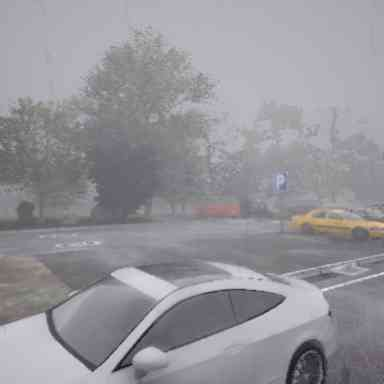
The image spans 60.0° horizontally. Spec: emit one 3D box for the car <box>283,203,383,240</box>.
[{"bbox_3d":[7.738,1.599,17.564,1.946,1.575,5.366,1,-1,-35],"label":"car"}]

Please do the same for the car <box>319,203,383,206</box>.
[{"bbox_3d":[9.882,1.652,19.326,2.231,1.521,4.892,1,-1,-35],"label":"car"}]

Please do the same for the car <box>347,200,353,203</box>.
[{"bbox_3d":[15.902,2.062,39.669,2.097,1.535,5.008,2,-1,-35],"label":"car"}]

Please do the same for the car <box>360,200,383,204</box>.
[{"bbox_3d":[14.386,1.647,22.569,2.185,1.767,4.553,2,-1,-35],"label":"car"}]

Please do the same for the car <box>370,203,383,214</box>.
[{"bbox_3d":[29.527,2.499,49.395,2.097,1.535,5.008,2,-1,-35],"label":"car"}]

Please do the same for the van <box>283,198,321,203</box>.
[{"bbox_3d":[11.428,1.695,36.629,1.878,1.987,4.442,2,-1,-35],"label":"van"}]

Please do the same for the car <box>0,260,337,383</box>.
[{"bbox_3d":[-0.364,1.532,3.426,4.674,1.442,1.812,0,0,-35],"label":"car"}]

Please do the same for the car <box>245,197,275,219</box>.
[{"bbox_3d":[4.718,1.461,31.736,2.435,2.045,5.566,1,-1,-35],"label":"car"}]

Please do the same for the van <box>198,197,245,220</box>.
[{"bbox_3d":[2.311,1.428,30.130,1.878,1.987,4.442,1,-1,-35],"label":"van"}]

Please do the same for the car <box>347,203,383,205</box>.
[{"bbox_3d":[12.138,1.707,20.936,2.097,1.535,5.008,2,-1,-35],"label":"car"}]

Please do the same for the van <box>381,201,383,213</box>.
[{"bbox_3d":[31.736,2.357,50.820,1.878,1.987,4.442,2,-1,-35],"label":"van"}]

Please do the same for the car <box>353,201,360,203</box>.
[{"bbox_3d":[18.259,2.138,41.349,2.097,1.535,5.008,2,-1,-35],"label":"car"}]

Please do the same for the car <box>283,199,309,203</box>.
[{"bbox_3d":[9.240,1.850,34.917,2.231,1.521,4.892,2,-1,-35],"label":"car"}]

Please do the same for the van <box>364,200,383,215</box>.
[{"bbox_3d":[27.348,2.201,47.692,1.878,1.987,4.442,2,-1,-35],"label":"van"}]

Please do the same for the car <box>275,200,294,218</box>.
[{"bbox_3d":[7.091,1.775,33.166,1.946,1.575,5.366,2,-1,-35],"label":"car"}]
